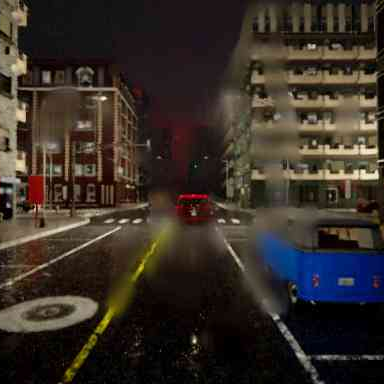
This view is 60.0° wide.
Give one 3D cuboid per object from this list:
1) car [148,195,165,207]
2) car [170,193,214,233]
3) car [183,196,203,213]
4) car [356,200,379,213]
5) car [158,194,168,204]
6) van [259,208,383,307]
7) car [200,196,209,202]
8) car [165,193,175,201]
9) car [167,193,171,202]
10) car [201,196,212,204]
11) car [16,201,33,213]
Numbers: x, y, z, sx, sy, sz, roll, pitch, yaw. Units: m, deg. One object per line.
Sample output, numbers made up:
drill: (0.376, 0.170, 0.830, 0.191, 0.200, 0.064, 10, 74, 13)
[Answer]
car: (-5.676, 1.537, 51.151, 1.802, 1.307, 4.206, 1, 0, 0)
car: (0.100, 1.204, 19.597, 2.150, 2.045, 5.566, 0, 0, 0)
car: (0.100, 1.318, 37.738, 2.097, 1.767, 4.553, 0, 0, 0)
car: (17.183, 1.375, 29.817, 4.507, 1.381, 1.887, 0, -1, 0)
car: (-5.675, 1.477, 56.665, 1.752, 1.417, 4.829, 1, 0, 0)
van: (2.708, 1.334, 7.682, 1.690, 1.788, 3.998, 1, 0, 0)
car: (2.703, 1.505, 73.950, 1.947, 1.339, 4.313, 1, 0, 0)
car: (-5.672, 1.247, 85.259, 2.192, 1.841, 5.009, 1, 0, 0)
car: (-5.671, 1.262, 62.520, 2.192, 1.841, 5.009, 1, 0, 0)
car: (2.704, 1.472, 62.751, 1.752, 1.417, 4.829, 1, 0, 0)
car: (-20.682, 1.683, 38.469, 4.313, 1.339, 1.947, 0, -1, 0)
